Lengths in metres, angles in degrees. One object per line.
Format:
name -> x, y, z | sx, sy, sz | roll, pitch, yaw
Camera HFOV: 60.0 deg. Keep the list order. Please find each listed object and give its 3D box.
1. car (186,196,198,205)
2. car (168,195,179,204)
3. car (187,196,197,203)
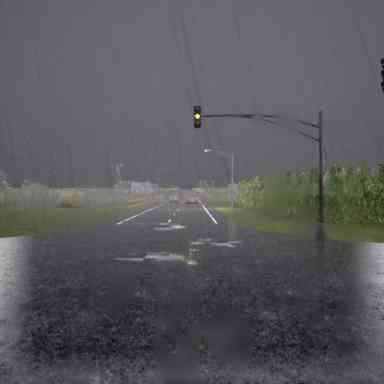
car -> 0.005, 1.520, 59.375 | 1.994, 1.385, 4.181 | 0, 0, 0
car -> -3.494, 1.451, 63.598 | 1.837, 1.490, 4.892 | 0, 0, 0
car -> 0.006, 1.496, 69.424 | 1.994, 1.385, 4.181 | 0, 0, 0
